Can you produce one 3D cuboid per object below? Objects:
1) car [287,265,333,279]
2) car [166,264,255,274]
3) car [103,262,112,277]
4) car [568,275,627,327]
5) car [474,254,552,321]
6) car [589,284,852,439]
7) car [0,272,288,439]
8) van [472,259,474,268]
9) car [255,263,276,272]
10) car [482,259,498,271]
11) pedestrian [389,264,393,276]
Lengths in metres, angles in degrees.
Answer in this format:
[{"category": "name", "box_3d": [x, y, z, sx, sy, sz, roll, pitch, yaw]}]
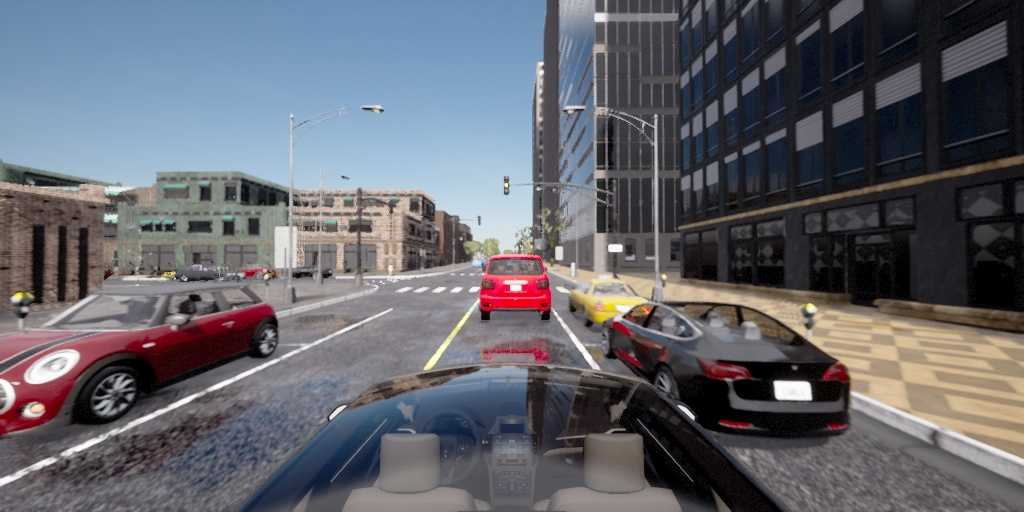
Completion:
[{"category": "car", "box_3d": [-19.406, 1.546, 34.203, 4.313, 1.339, 1.948, 0, 0, 1]}, {"category": "car", "box_3d": [-23.846, 1.424, 28.479, 4.902, 1.511, 2.128, -1, -1, 1]}, {"category": "car", "box_3d": [-41.597, 1.506, 34.491, 5.009, 1.841, 2.192, 0, 0, 1]}, {"category": "car", "box_3d": [2.830, 1.273, 11.298, 1.751, 1.417, 4.829, 0, 0, 0]}, {"category": "car", "box_3d": [0.102, 0.969, 12.584, 2.150, 2.045, 5.566, 0, 0, 0]}, {"category": "car", "box_3d": [2.659, 1.315, 5.484, 1.948, 1.339, 4.313, 0, 0, 0]}, {"category": "car", "box_3d": [-5.689, 1.189, 5.540, 1.967, 1.591, 4.097, 0, 0, 0]}, {"category": "van", "box_3d": [-5.680, 1.082, 60.160, 1.690, 1.789, 3.998, 0, 0, 0]}, {"category": "car", "box_3d": [-24.954, 1.472, 34.276, 4.097, 1.591, 1.967, 0, 0, 1]}, {"category": "car", "box_3d": [-3.070, 1.246, 50.942, 1.837, 1.490, 4.892, 0, 0, 0]}, {"category": "pedestrian", "box_3d": [-12.538, 1.381, 37.068, 0.375, 1.300, 0.375, 0, 0, 1]}]
